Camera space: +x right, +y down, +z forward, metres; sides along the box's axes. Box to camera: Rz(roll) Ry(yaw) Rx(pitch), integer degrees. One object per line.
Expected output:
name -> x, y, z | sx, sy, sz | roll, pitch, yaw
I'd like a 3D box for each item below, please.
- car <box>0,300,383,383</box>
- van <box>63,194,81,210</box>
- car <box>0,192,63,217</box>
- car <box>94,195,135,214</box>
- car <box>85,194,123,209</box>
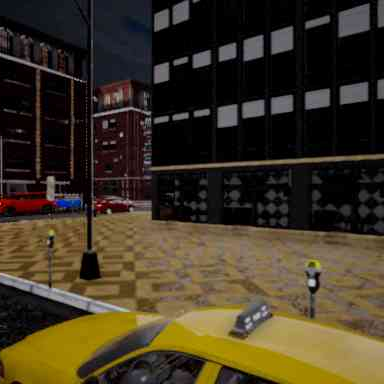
car -> 0.220, 1.526, 2.563 | 4.829, 1.417, 1.752 | 0, 0, 36
van -> -13.713, 1.073, 35.117 | 1.690, 1.788, 3.998 | 1, 1, 35
car -> -14.773, 1.024, 29.299 | 2.150, 2.045, 5.566 | 0, 1, 35
car -> -7.238, 1.285, 30.631 | 1.887, 1.381, 4.507 | 1, 1, 35
car -> -10.477, 1.101, 39.756 | 1.967, 1.590, 4.097 | 1, 1, 35
